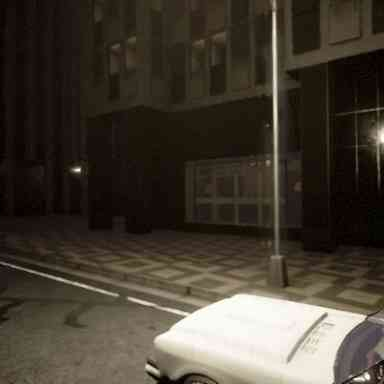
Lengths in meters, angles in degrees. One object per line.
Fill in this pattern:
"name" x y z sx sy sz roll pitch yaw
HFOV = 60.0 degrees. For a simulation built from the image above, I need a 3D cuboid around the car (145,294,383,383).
"car" 1.881 1.604 2.686 4.718 1.301 1.895 0 0 36
